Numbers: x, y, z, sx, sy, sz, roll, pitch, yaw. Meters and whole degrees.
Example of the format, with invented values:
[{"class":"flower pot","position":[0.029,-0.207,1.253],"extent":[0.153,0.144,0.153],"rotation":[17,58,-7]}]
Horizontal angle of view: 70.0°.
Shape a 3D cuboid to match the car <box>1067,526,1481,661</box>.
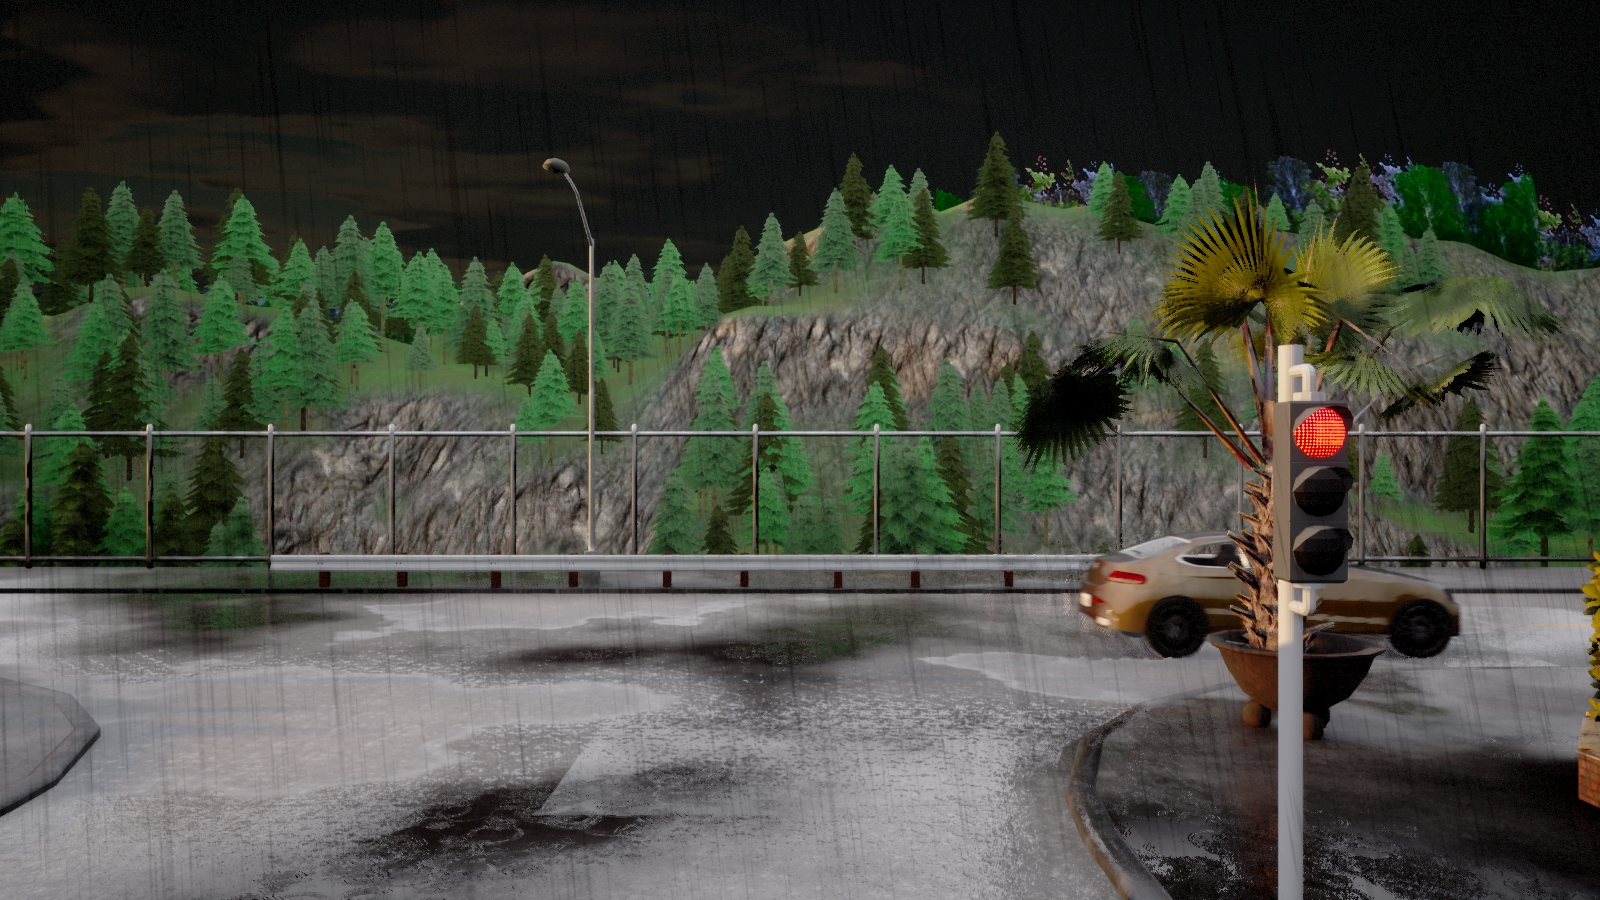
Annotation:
[{"class":"car","position":[6.575,1.992,16.328],"extent":[5.027,1.651,2.152],"rotation":[0,0,0]}]
